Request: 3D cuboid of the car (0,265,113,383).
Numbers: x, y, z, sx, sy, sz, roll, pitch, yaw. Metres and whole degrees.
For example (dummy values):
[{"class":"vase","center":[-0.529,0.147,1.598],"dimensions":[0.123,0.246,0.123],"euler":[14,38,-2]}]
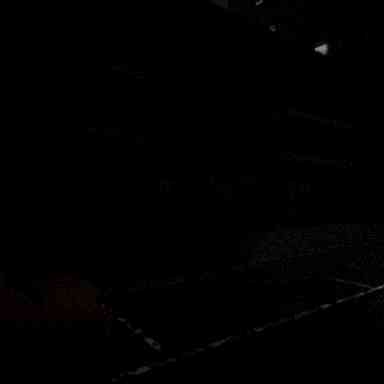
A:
[{"class":"car","center":[-3.368,1.528,3.672],"dimensions":[4.829,1.417,1.752],"euler":[0,2,-35]}]
